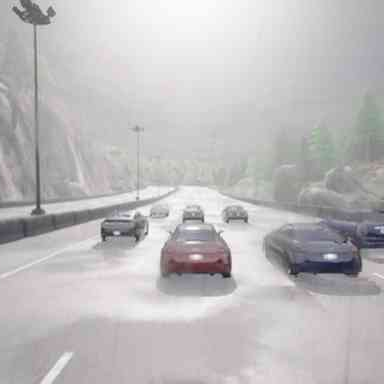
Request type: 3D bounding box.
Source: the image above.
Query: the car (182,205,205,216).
[{"bbox_3d":[0.116,1.814,28.253,2.033,1.411,5.357,0,0,0],"label":"car"}]

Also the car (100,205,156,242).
[{"bbox_3d":[-3.390,1.667,17.428,2.128,1.511,4.902,0,-1,0],"label":"car"}]

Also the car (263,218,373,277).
[{"bbox_3d":[3.606,1.672,10.674,1.994,1.385,4.181,0,-1,0],"label":"car"}]

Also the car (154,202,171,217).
[{"bbox_3d":[-3.380,1.829,35.516,1.812,1.442,4.674,0,0,0],"label":"car"}]

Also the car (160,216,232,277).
[{"bbox_3d":[0.107,1.671,10.595,1.994,1.385,4.181,0,-1,0],"label":"car"}]

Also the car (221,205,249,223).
[{"bbox_3d":[3.616,1.815,28.477,2.033,1.411,5.357,0,0,0],"label":"car"}]

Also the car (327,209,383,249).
[{"bbox_3d":[7.109,1.498,14.407,2.097,1.767,4.553,0,-1,0],"label":"car"}]
